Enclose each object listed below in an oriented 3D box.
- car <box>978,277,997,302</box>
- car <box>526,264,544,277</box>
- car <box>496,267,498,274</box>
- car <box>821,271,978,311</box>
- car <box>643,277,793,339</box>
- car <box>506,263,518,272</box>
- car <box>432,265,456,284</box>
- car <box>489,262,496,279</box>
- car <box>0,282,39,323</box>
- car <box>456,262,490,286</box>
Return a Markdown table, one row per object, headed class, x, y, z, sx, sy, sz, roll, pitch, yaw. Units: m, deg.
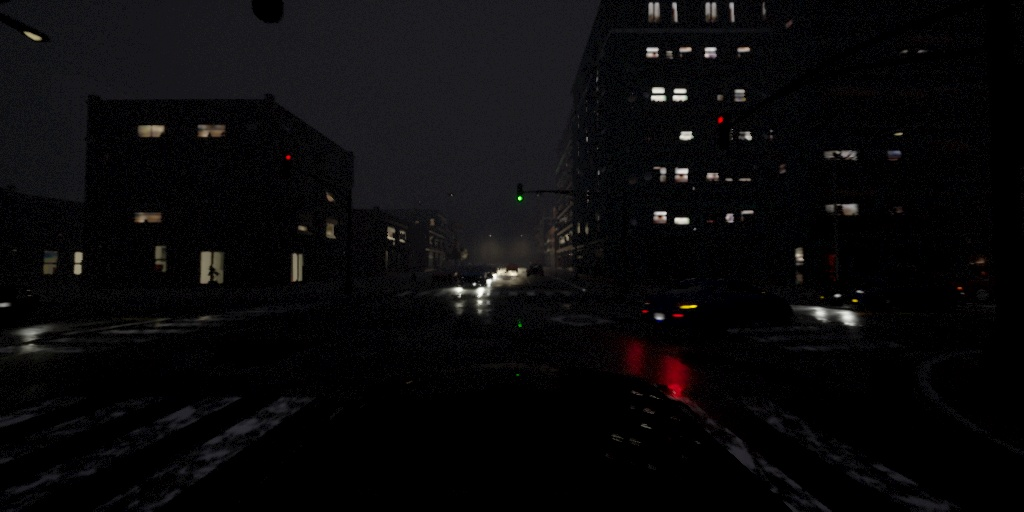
| class | x | y | z | sx | sy | sz | roll | pitch | yaw |
| --- | --- | --- | --- | --- | --- | --- | --- | --- | --- |
| car | 19.481 | 1.373 | 16.658 | 4.507 | 1.381 | 1.888 | 0 | 0 | 1 |
| car | 2.702 | 1.648 | 42.558 | 1.967 | 1.591 | 4.097 | 0 | 0 | 0 |
| car | -3.057 | 1.897 | 50.439 | 1.895 | 1.301 | 4.718 | 0 | -1 | 0 |
| car | 14.736 | 1.350 | 14.044 | 4.181 | 1.385 | 1.994 | 0 | -2 | 1 |
| car | 5.822 | 1.324 | 10.203 | 4.674 | 1.442 | 1.812 | -1 | -2 | -27 |
| car | 0.015 | 1.864 | 58.390 | 1.882 | 1.535 | 5.008 | 0 | -1 | 0 |
| car | -5.758 | 1.625 | 31.131 | 1.888 | 1.381 | 4.507 | 0 | 0 | 0 |
| car | -3.074 | 1.696 | 39.149 | 1.812 | 1.442 | 4.674 | 0 | -1 | 0 |
| car | -18.527 | 1.190 | 11.168 | 5.566 | 2.045 | 2.150 | 0 | -2 | 1 |
| car | -3.082 | 1.538 | 29.366 | 1.882 | 1.535 | 5.008 | 0 | -1 | 0 |
